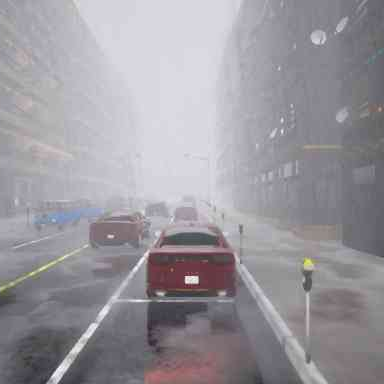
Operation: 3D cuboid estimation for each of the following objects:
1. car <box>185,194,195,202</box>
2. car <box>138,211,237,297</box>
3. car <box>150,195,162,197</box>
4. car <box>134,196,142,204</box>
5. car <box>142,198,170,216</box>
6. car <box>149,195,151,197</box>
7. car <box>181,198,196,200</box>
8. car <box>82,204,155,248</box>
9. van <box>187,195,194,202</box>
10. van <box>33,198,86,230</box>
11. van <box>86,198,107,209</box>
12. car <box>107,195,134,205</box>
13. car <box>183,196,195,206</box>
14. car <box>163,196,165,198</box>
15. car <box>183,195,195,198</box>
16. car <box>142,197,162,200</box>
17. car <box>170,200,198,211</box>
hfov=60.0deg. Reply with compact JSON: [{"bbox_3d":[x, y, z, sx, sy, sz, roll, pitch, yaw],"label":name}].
[{"bbox_3d":[-0.468,1.521,81.536,2.192,1.841,5.009,1,0,0],"label":"car"},{"bbox_3d":[-0.005,1.482,8.653,1.882,1.535,5.008,0,0,0],"label":"car"},{"bbox_3d":[-8.313,1.470,70.529,2.192,1.841,5.009,1,0,0],"label":"car"},{"bbox_3d":[-8.311,1.378,42.876,2.192,1.841,5.009,1,0,0],"label":"car"},{"bbox_3d":[-3.020,1.551,29.791,1.837,1.490,4.892,0,0,0],"label":"car"},{"bbox_3d":[-8.318,1.660,53.938,1.947,1.339,4.313,1,0,0],"label":"car"},{"bbox_3d":[-0.436,1.582,31.754,1.887,1.381,4.507,1,0,0],"label":"car"},{"bbox_3d":[-3.020,1.496,14.786,1.882,1.535,5.008,0,0,0],"label":"car"},{"bbox_3d":[-0.469,1.575,87.068,1.690,1.788,3.998,1,0,0],"label":"van"},{"bbox_3d":[-8.311,1.358,20.753,1.690,1.788,3.998,2,0,0],"label":"van"},{"bbox_3d":[-8.312,1.368,26.286,1.690,1.788,3.998,1,0,0],"label":"van"},{"bbox_3d":[-8.311,1.365,37.346,2.192,1.841,5.009,1,0,0],"label":"car"},{"bbox_3d":[-0.469,1.553,59.411,1.967,1.590,4.097,1,0,0],"label":"car"},{"bbox_3d":[-8.321,1.846,92.653,1.802,1.307,4.206,1,0,0],"label":"car"},{"bbox_3d":[-0.427,1.490,37.286,1.967,1.590,4.097,1,0,0],"label":"car"},{"bbox_3d":[-5.770,1.729,46.765,1.895,1.301,4.718,0,0,0],"label":"car"},{"bbox_3d":[-0.436,1.571,26.224,1.887,1.381,4.507,1,0,0],"label":"car"}]
